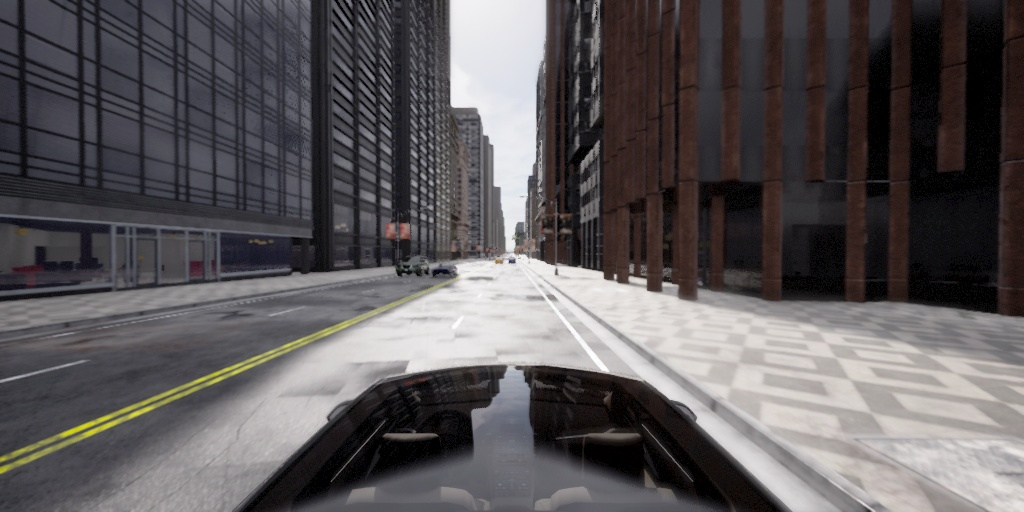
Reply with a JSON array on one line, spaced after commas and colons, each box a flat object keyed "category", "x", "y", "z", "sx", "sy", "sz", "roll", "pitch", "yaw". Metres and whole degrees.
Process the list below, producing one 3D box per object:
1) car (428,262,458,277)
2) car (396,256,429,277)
[{"category": "car", "x": -6.514, "y": 1.357, "z": 35.060, "sx": 1.895, "sy": 1.301, "sz": 4.718, "roll": 0, "pitch": 0, "yaw": 0}, {"category": "car", "x": -9.757, "y": 0.981, "z": 35.846, "sx": 2.150, "sy": 2.045, "sz": 5.566, "roll": 0, "pitch": 0, "yaw": 0}]
